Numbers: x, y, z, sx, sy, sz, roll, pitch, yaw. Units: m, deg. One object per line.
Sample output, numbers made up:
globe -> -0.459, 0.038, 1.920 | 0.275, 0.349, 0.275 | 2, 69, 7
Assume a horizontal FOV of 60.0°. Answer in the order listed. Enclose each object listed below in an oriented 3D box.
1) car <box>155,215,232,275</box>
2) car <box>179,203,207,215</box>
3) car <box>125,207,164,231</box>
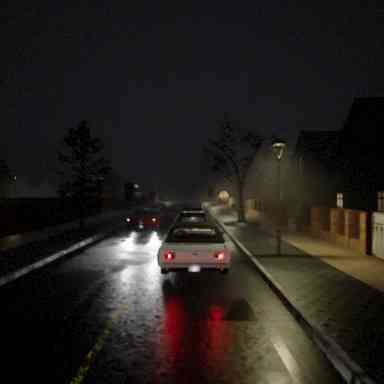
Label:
car -> 0.077, 1.613, 10.440 | 1.895, 1.301, 4.718 | 0, 0, 0
car -> 0.067, 1.529, 24.124 | 2.128, 1.511, 4.902 | 0, 0, 0
car -> -2.836, 1.630, 20.742 | 1.895, 1.301, 4.718 | 0, 0, 0
